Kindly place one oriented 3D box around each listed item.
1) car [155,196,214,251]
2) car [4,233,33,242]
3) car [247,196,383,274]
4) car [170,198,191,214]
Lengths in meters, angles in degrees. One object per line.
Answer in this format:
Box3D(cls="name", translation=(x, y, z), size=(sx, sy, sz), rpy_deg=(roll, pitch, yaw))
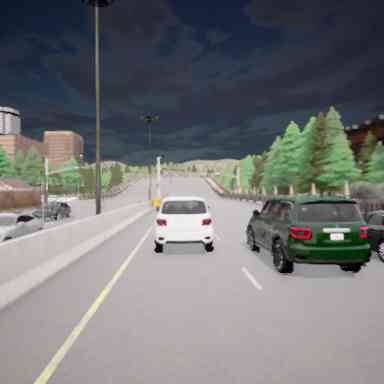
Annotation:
Box3D(cls="car", translation=(-0.366, 1.184, 14.021), size=(2.150, 2.045, 5.566), rpy_deg=(-1, 0, -2))
Box3D(cls="car", translation=(-7.527, 1.556, 13.407), size=(1.812, 1.442, 4.674), rpy_deg=(-1, 0, -2))
Box3D(cls="car", translation=(3.310, 1.156, 10.567), size=(2.150, 2.045, 5.566), rpy_deg=(0, 0, -3))
Box3D(cls="car", translation=(-1.242, 1.452, 35.334), size=(2.033, 1.411, 5.357), rpy_deg=(-1, 0, -2))
